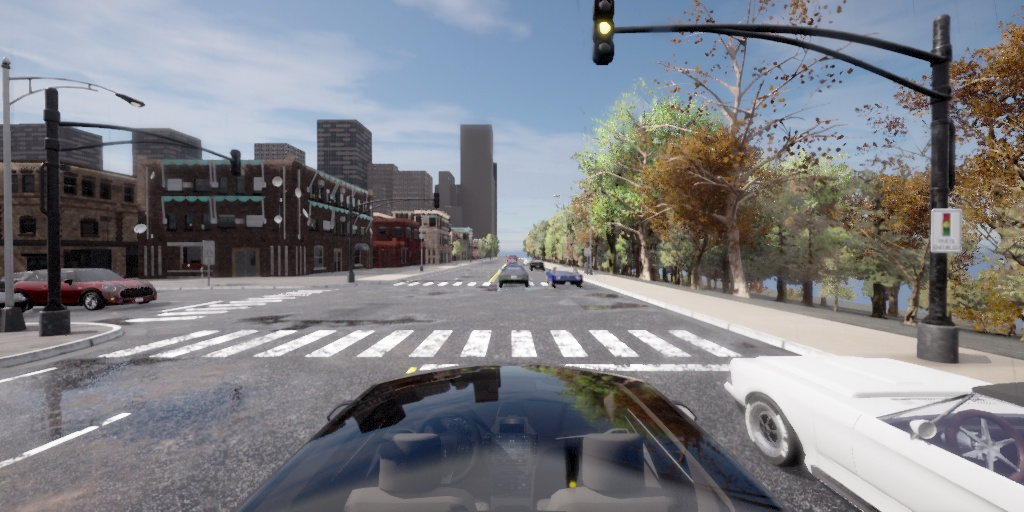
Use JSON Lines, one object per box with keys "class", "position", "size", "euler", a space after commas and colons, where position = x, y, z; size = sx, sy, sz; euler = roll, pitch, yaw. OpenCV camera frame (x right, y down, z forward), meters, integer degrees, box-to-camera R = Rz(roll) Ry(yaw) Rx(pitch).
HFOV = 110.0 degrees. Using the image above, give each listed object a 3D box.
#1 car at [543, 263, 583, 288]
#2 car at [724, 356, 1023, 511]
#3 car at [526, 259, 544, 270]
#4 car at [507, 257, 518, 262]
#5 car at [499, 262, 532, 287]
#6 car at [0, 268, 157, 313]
{"class": "car", "position": [3.374, 1.341, 23.815], "size": [1.895, 1.301, 4.718], "euler": [0, 0, 0]}
{"class": "car", "position": [3.350, 1.350, 1.940], "size": [1.895, 1.301, 4.718], "euler": [0, 0, 0]}
{"class": "car", "position": [3.404, 1.202, 49.828], "size": [1.882, 1.535, 5.008], "euler": [0, 0, 0]}
{"class": "car", "position": [0.066, 1.265, 62.570], "size": [2.033, 1.411, 5.357], "euler": [0, 0, 0]}
{"class": "car", "position": [0.125, 1.304, 24.727], "size": [1.994, 1.385, 4.181], "euler": [0, 0, 0]}
{"class": "car", "position": [-18.016, 1.300, 15.233], "size": [4.553, 1.767, 2.097], "euler": [-1, 1, 2]}
